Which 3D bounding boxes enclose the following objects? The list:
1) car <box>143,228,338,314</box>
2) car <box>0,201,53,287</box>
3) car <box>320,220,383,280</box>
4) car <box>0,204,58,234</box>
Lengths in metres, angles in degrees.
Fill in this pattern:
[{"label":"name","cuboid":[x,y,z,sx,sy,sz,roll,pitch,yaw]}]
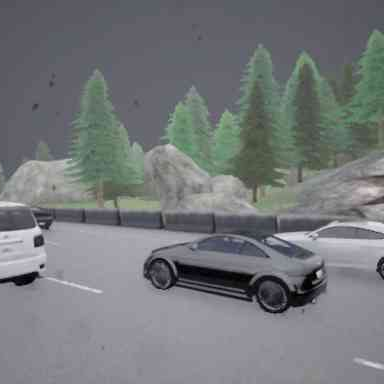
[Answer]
[{"label":"car","cuboid":[0.865,1.568,7.672,4.181,1.385,1.994,0,0,35]},{"label":"car","cuboid":[-5.852,1.231,8.176,5.566,2.045,2.150,0,0,36]},{"label":"car","cuboid":[4.339,1.528,9.495,4.674,1.442,1.812,0,0,35]},{"label":"car","cuboid":[-10.314,1.526,19.937,4.892,1.490,1.837,0,0,35]}]
